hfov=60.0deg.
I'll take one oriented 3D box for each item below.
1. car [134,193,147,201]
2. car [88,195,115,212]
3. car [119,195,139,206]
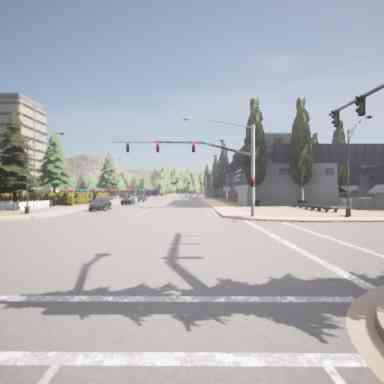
[{"bbox_3d":[-10.590,1.447,70.959,1.837,1.490,4.892,0,0,0],"label":"car"},{"bbox_3d":[-10.646,1.484,38.927,1.837,1.490,4.892,0,0,0],"label":"car"},{"bbox_3d":[-10.647,1.571,55.246,1.895,1.301,4.718,0,0,0],"label":"car"}]
